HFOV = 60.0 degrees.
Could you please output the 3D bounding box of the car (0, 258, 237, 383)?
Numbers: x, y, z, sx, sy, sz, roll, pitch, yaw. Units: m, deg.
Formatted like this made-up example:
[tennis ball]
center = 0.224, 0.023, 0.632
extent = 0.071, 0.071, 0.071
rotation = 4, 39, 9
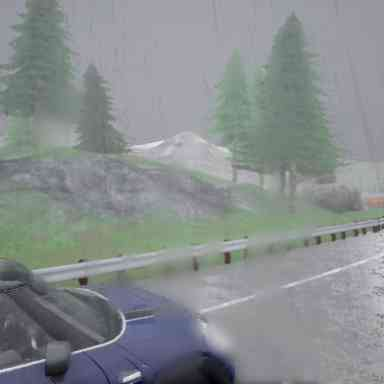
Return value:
[car]
center = -1.778, 1.361, 2.653
extent = 4.553, 1.767, 2.097
rotation = 0, 0, -36
